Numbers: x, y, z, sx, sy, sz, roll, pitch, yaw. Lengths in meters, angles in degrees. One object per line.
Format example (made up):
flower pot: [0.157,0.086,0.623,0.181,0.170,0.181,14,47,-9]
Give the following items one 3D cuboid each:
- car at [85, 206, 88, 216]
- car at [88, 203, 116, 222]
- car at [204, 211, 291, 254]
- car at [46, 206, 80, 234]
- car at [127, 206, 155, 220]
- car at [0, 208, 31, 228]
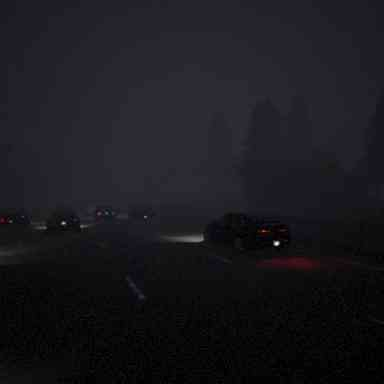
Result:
car: [-12.290,2.159,41.723,1.812,1.442,4.674,-1,-1,-21]
car: [-8.350,1.977,31.402,2.033,1.411,5.357,-1,-1,-21]
car: [2.087,1.571,13.895,1.837,1.490,4.892,-1,-1,-21]
car: [-8.340,1.858,21.581,1.994,1.385,4.181,-1,-1,-21]
car: [-5.076,2.000,32.647,1.895,1.301,4.718,-1,-1,-21]
car: [-13.753,1.958,25.938,1.812,1.442,4.674,-1,-1,-21]
